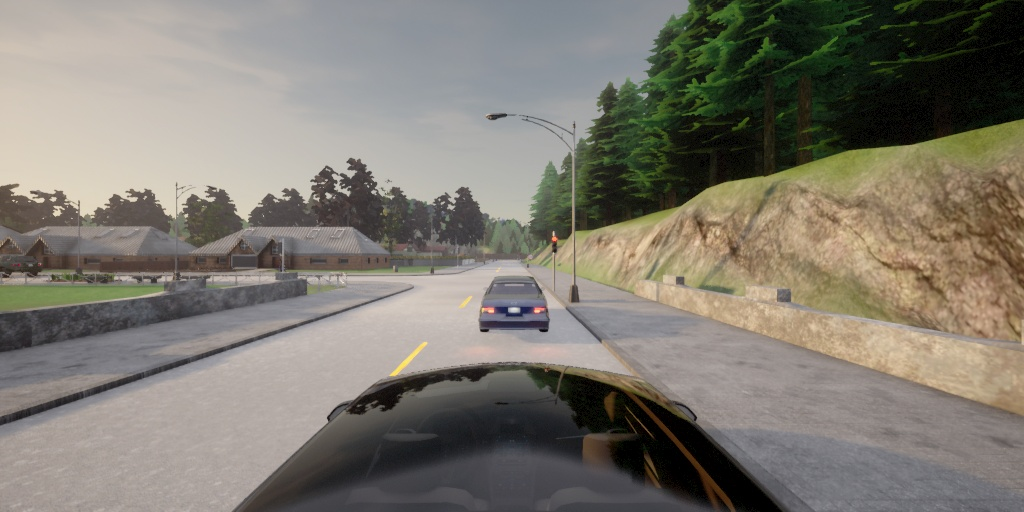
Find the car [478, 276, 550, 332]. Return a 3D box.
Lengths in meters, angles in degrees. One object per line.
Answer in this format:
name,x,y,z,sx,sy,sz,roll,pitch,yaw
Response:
car,0.063,1.297,10.791,2.033,1.411,5.357,0,0,0

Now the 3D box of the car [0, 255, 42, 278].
car,-47.375,0.971,33.322,5.566,2.045,2.150,0,0,1

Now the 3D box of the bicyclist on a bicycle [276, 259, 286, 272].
bicyclist on a bicycle,-24.162,1.099,37.572,0.582,1.620,1.656,0,0,0
